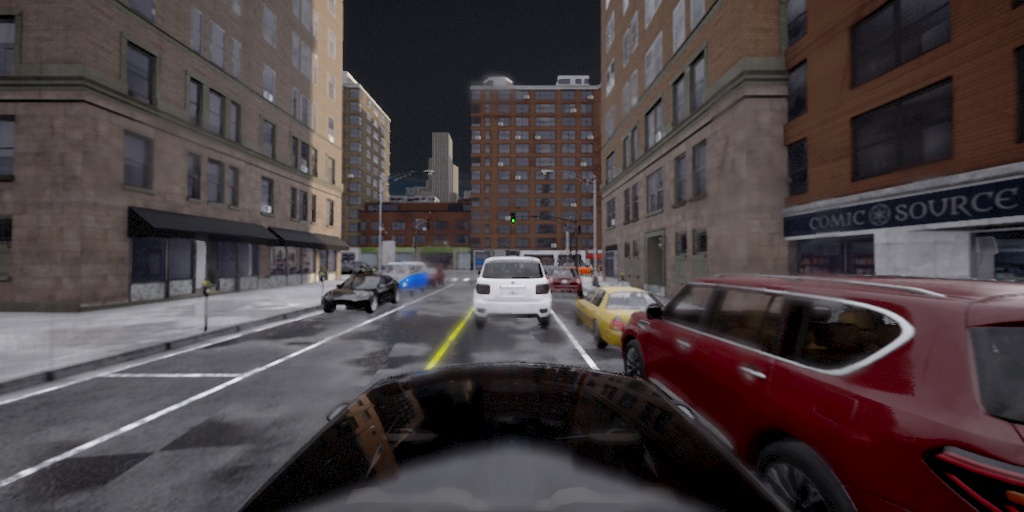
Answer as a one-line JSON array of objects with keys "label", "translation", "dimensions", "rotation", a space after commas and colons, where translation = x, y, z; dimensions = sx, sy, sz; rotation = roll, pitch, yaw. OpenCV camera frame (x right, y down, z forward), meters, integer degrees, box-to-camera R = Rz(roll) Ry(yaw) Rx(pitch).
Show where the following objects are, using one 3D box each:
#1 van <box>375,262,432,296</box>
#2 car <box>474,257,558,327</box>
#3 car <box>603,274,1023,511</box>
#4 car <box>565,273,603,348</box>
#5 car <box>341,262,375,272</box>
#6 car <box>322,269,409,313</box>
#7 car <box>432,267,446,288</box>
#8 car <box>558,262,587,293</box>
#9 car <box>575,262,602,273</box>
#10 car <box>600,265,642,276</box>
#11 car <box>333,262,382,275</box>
[{"label": "van", "translation": [-5.871, 1.227, 19.962], "dimensions": [1.690, 1.789, 3.998], "rotation": [0, 0, 0]}, {"label": "car", "translation": [0.009, 1.046, 11.907], "dimensions": [2.150, 2.045, 5.566], "rotation": [0, 0, 0]}, {"label": "car", "translation": [2.668, 1.077, 3.520], "dimensions": [2.192, 1.841, 5.009], "rotation": [0, 0, 0]}, {"label": "car", "translation": [2.663, 1.328, 9.172], "dimensions": [1.751, 1.417, 4.829], "rotation": [0, 0, 0]}, {"label": "car", "translation": [-18.022, 1.397, 38.347], "dimensions": [5.357, 1.411, 2.033], "rotation": [0, -1, 0]}, {"label": "car", "translation": [-5.867, 1.410, 14.480], "dimensions": [1.948, 1.339, 4.313], "rotation": [0, 0, 0]}, {"label": "car", "translation": [-5.876, 1.473, 25.444], "dimensions": [1.888, 1.381, 4.507], "rotation": [0, 0, 0]}, {"label": "car", "translation": [2.654, 1.325, 19.968], "dimensions": [1.967, 1.591, 4.097], "rotation": [0, 0, 0]}, {"label": "car", "translation": [7.096, 1.384, 37.919], "dimensions": [4.553, 1.767, 2.097], "rotation": [1, -1, -16]}, {"label": "car", "translation": [13.564, 1.808, 44.872], "dimensions": [4.718, 1.301, 1.895], "rotation": [0, -1, 0]}, {"label": "car", "translation": [-17.825, 1.413, 41.597], "dimensions": [4.892, 1.490, 1.837], "rotation": [0, -1, 0]}]
